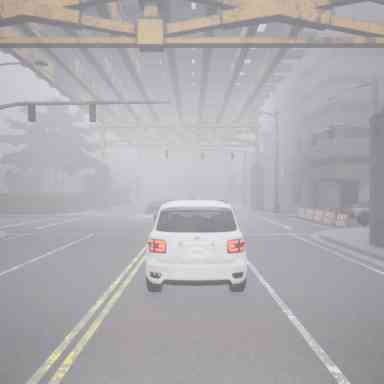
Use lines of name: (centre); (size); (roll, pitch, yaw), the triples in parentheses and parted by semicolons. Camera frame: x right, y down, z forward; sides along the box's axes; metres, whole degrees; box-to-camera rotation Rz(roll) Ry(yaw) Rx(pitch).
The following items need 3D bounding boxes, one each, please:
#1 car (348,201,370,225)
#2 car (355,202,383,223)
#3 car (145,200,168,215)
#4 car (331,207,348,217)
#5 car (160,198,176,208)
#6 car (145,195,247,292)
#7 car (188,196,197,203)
car: (13.270, 1.453, 22.100); (4.974, 1.542, 2.038); (0, 0, -20)
car: (13.318, 1.295, 22.118); (4.536, 1.218, 1.853); (0, 0, -20)
car: (-3.589, 1.564, 34.200); (1.994, 1.385, 4.181); (0, 0, 0)
car: (13.645, 1.295, 26.237); (4.536, 1.218, 1.853); (0, 0, 25)
car: (-3.569, 1.563, 50.284); (1.994, 1.385, 4.181); (0, 0, 0)
car: (0.082, 1.221, 9.051); (2.150, 2.045, 5.566); (0, 0, 0)
car: (0.124, 1.525, 68.171); (1.812, 1.442, 4.674); (0, 0, 0)
